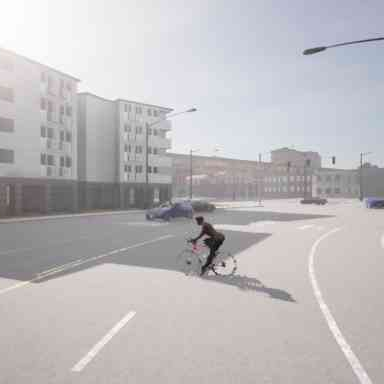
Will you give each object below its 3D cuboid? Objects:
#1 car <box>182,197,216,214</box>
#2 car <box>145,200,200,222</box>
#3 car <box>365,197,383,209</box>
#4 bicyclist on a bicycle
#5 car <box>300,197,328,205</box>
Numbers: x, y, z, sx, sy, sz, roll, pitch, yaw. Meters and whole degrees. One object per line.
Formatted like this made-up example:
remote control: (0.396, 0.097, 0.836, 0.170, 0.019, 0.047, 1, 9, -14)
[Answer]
car: (0.254, 1.547, 34.210, 2.033, 1.411, 5.357, 0, 0, 43)
car: (-1.638, 1.525, 26.343, 1.812, 1.442, 4.674, 0, 0, 36)
car: (24.773, 1.457, 44.889, 1.882, 1.535, 5.008, 0, 0, 19)
bicyclist on a bicycle: (0.364, 1.452, 8.853, 1.656, 1.620, 0.582, 0, 0, 17)
car: (21.146, 1.525, 57.851, 1.812, 1.442, 4.674, 0, 0, -41)
